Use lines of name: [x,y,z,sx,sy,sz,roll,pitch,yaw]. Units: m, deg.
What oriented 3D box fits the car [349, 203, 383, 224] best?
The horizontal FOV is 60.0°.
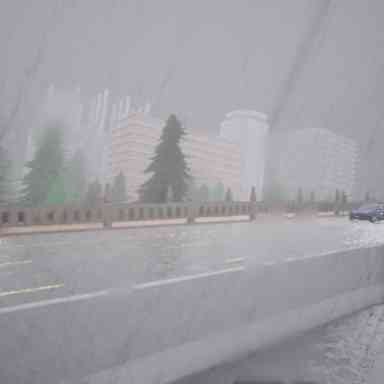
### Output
car: [14.965,1.712,27.558,5.008,1.535,1.882,1,-1,-35]
